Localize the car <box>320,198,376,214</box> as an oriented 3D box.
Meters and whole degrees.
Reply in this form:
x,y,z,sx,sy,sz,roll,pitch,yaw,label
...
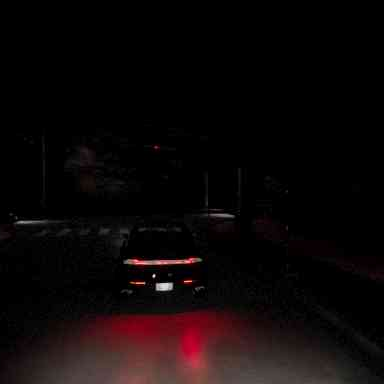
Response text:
x,y,z,sx,sy,sz,roll,pitch,yaw,label
15.299,1.348,32.764,4.892,1.490,1.837,0,0,-12,car

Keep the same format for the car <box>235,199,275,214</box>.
x,y,z,sx,sy,sz,roll,pitch,yaw,label
6.271,1.369,30.764,4.674,1.442,1.812,0,0,-12,car

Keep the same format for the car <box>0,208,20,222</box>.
x,y,z,sx,sy,sz,roll,pitch,yaw,label
-14.698,1.390,22.373,5.357,1.411,2.033,0,0,-12,car

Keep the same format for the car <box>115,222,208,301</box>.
x,y,z,sx,sy,sz,roll,pitch,yaw,label
-0.836,1.492,8.389,2.128,1.511,4.902,0,0,-8,car

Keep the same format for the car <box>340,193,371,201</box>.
x,y,z,sx,sy,sz,roll,pitch,yaw,label
16.157,1.064,29.164,5.566,2.045,2.150,0,0,-12,car
